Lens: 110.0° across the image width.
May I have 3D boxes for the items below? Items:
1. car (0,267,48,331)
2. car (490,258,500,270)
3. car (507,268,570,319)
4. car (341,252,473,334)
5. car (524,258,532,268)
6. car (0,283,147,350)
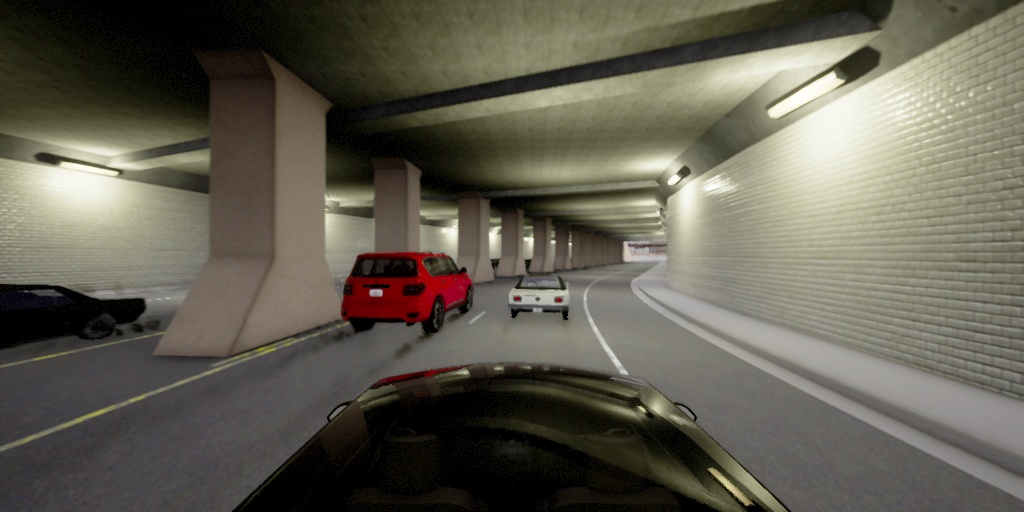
[{"bbox_3d":[-13.719,1.091,7.290,1.882,1.535,5.008,0,0,5],"label":"car"},{"bbox_3d":[-2.313,0.978,47.253,1.882,1.535,5.008,1,0,24],"label":"car"},{"bbox_3d":[1.095,1.303,12.774,1.895,1.301,4.718,0,0,8],"label":"car"},{"bbox_3d":[-2.714,0.904,10.651,2.150,2.045,5.566,0,0,7],"label":"car"},{"bbox_3d":[1.989,1.054,48.292,1.812,1.442,4.674,1,0,24],"label":"car"},{"bbox_3d":[-10.293,1.243,6.807,1.895,1.301,4.718,0,0,5],"label":"car"}]
